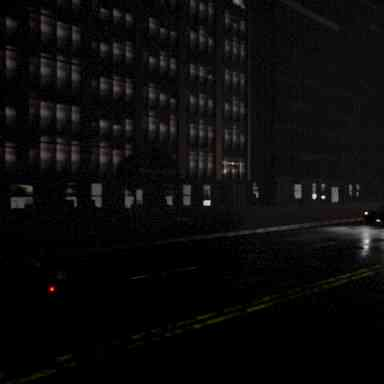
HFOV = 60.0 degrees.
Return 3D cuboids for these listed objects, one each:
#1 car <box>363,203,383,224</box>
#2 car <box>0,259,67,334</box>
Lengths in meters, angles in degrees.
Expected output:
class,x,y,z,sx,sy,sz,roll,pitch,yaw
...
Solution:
class,x,y,z,sx,sy,sz,roll,pitch,yaw
car,12.623,1.321,20.591,4.718,1.301,1.895,-1,1,-35
car,-4.588,1.564,4.405,5.357,1.411,2.033,-1,1,-36
